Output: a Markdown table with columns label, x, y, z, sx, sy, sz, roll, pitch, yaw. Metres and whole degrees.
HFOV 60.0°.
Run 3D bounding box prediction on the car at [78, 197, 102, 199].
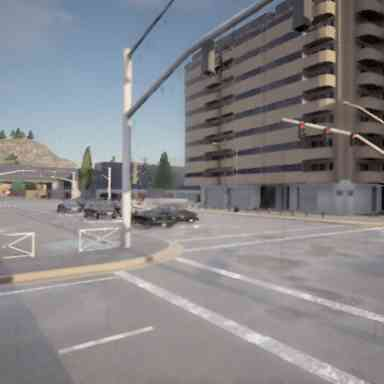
| label | x | y | z | sx | sy | sz | roll | pitch | yaw |
| --- | --- | --- | --- | --- | --- | --- | --- | --- | --- |
| car | -13.139 | 1.659 | 42.993 | 2.128 | 1.511 | 4.902 | 1 | 0 | -35 |

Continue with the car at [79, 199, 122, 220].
| label | x | y | z | sx | sy | sz | roll | pitch | yaw |
| --- | --- | --- | --- | --- | --- | --- | --- | --- | --- |
| car | -8.375 | 1.644 | 30.184 | 1.837 | 1.490 | 4.892 | 1 | 0 | -35 |

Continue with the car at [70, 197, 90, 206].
| label | x | y | z | sx | sy | sz | roll | pitch | yaw |
| --- | --- | --- | --- | --- | --- | --- | --- | --- | --- |
| car | -19.910 | 1.688 | 58.917 | 2.128 | 1.511 | 4.902 | 1 | 0 | -35 |

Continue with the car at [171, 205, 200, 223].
| label | x | y | z | sx | sy | sz | roll | pitch | yaw |
| --- | --- | --- | --- | --- | --- | --- | --- | --- | --- |
| car | -1.579 | 1.715 | 26.642 | 2.033 | 1.411 | 5.357 | 1 | 0 | -35 |

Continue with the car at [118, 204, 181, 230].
| label | x | y | z | sx | sy | sz | roll | pitch | yaw |
| --- | --- | --- | --- | --- | --- | --- | --- | --- | --- |
| car | -2.990 | 1.740 | 22.581 | 1.895 | 1.301 | 4.718 | 1 | 0 | -35 |

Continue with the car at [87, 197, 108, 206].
| label | x | y | z | sx | sy | sz | roll | pitch | yaw |
| --- | --- | --- | --- | --- | --- | --- | --- | --- | --- |
| car | -17.594 | 1.717 | 61.704 | 2.128 | 1.511 | 4.902 | 1 | 0 | -35 |

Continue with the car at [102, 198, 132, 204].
| label | x | y | z | sx | sy | sz | roll | pitch | yaw |
| --- | --- | --- | --- | --- | --- | --- | --- | --- | --- |
| car | -7.207 | 1.659 | 34.593 | 2.128 | 1.511 | 4.902 | 1 | 0 | -35 |

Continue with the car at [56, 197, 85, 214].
| label | x | y | z | sx | sy | sz | roll | pitch | yaw |
| --- | --- | --- | --- | --- | --- | --- | --- | --- | --- |
| car | -14.141 | 1.665 | 38.335 | 1.812 | 1.442 | 4.674 | 1 | 0 | -35 |
